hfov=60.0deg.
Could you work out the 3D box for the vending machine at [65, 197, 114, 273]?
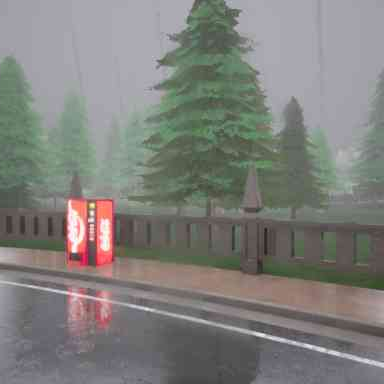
[{"bbox_3d":[-3.012,1.195,9.875,0.880,2.100,1.100,0,0,25],"label":"vending machine"}]
